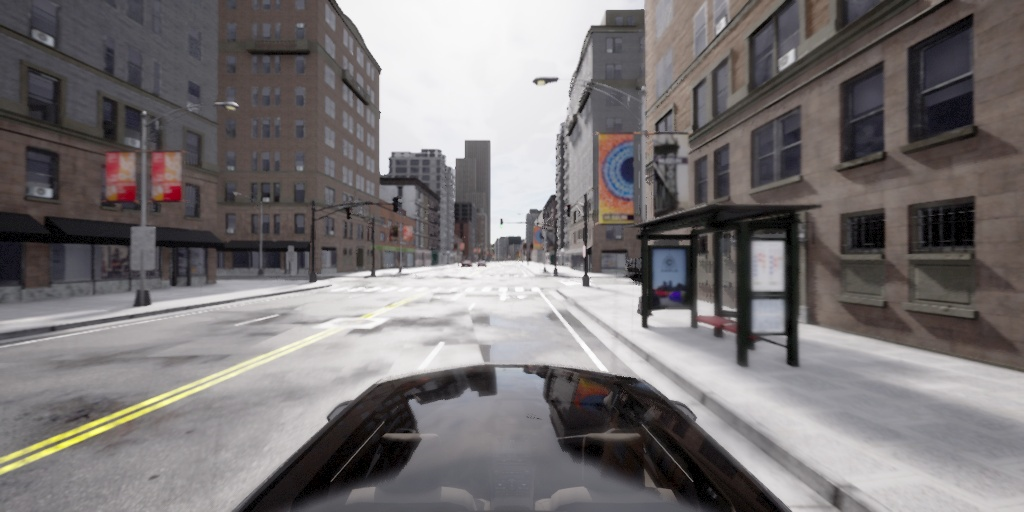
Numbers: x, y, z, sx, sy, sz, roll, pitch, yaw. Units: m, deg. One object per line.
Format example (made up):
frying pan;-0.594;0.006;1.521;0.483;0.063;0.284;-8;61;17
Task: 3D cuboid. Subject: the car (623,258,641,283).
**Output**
car;12.191;1.216;29.876;5.566;2.045;2.150;0;0;0
